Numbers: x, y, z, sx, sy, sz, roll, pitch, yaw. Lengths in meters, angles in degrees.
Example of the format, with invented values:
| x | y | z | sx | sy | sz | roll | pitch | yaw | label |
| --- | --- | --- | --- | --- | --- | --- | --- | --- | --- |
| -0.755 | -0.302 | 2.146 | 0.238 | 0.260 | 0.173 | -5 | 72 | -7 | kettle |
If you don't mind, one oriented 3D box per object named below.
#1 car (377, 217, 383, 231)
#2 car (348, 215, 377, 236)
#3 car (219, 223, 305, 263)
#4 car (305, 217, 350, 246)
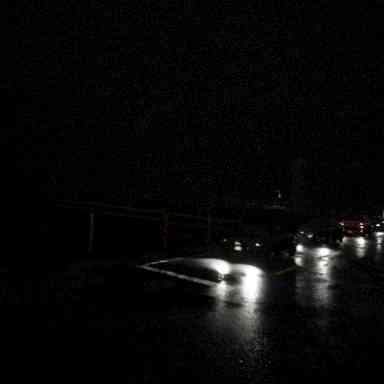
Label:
| x | y | z | sx | sy | sz | roll | pitch | yaw | label |
| --- | --- | --- | --- | --- | --- | --- | --- | --- | --- |
| 20.649 | 3.530 | 37.461 | 1.837 | 1.490 | 4.892 | 3 | -1 | 36 | car |
| 14.416 | 2.828 | 29.235 | 2.097 | 1.767 | 4.553 | 3 | -1 | 37 | car |
| 2.926 | 2.028 | 14.061 | 1.994 | 1.385 | 4.181 | 3 | -1 | 37 | car |
| 8.294 | 2.442 | 21.154 | 1.837 | 1.490 | 4.892 | 3 | -1 | 37 | car |
